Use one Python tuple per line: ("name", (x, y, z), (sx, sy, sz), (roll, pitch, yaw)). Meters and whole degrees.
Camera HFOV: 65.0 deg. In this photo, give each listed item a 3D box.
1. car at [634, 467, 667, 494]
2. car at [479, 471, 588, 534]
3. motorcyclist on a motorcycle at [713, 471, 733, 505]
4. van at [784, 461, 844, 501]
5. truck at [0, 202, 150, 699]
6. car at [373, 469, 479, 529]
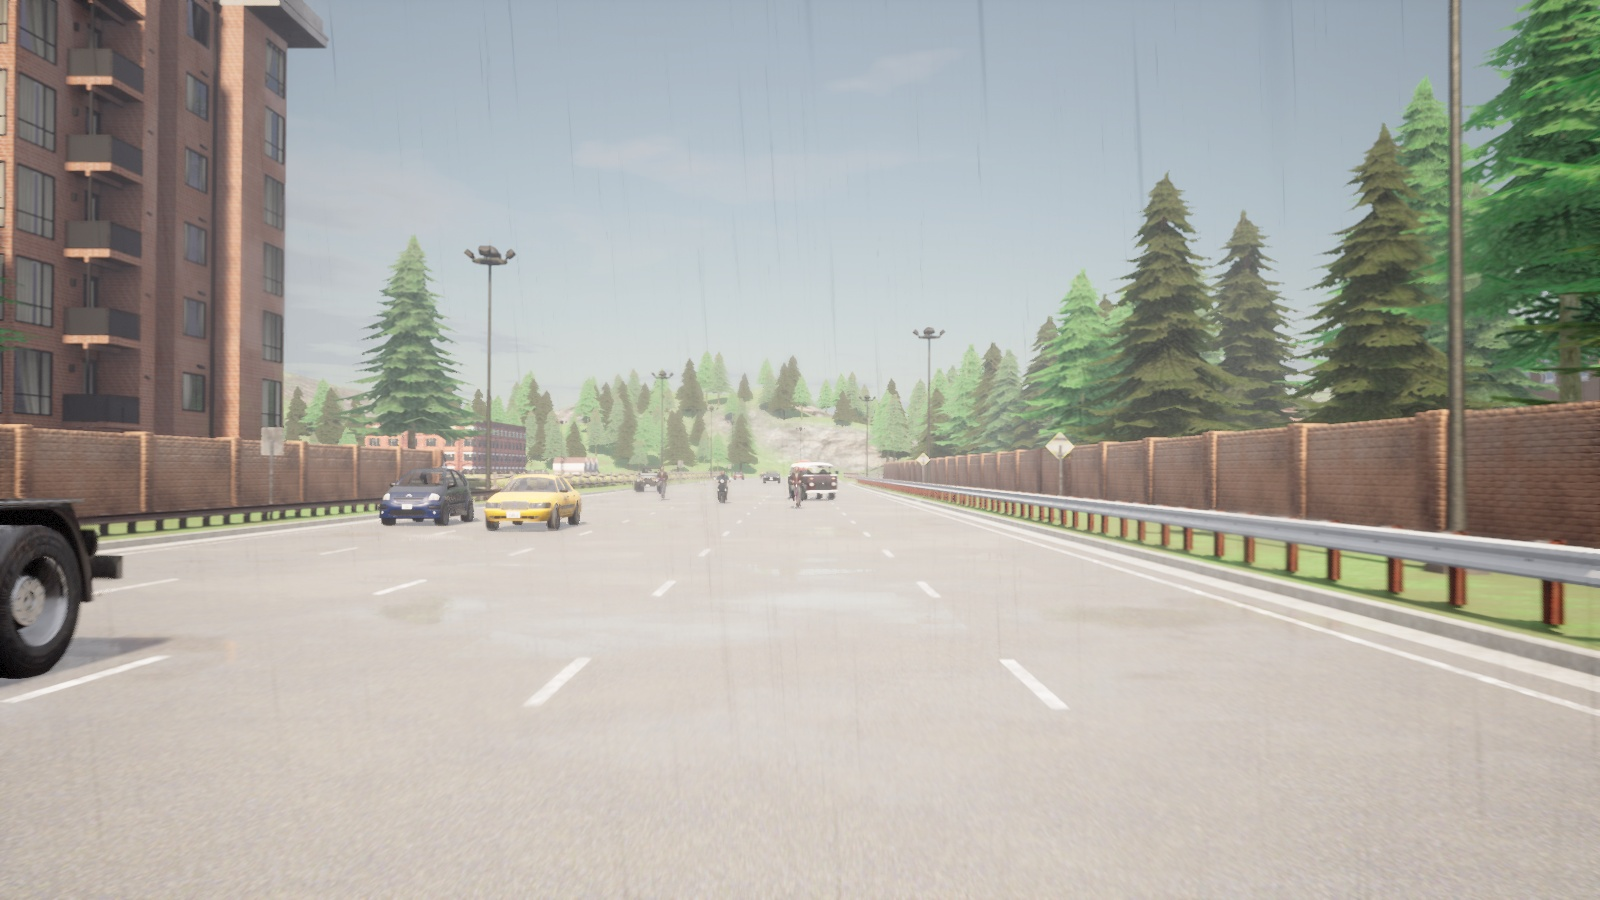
("car", (-10.720, 2.165, 90.194), (1.905, 1.878, 3.866), (0, -1, 0))
("car", (-7.083, 1.350, 33.888), (1.801, 1.575, 5.366), (0, -1, 0))
("motorcyclist on a motorcycle", (-3.644, 1.780, 59.497), (0.866, 1.590, 1.817), (0, -1, 0))
("van", (0.708, 1.664, 67.225), (2.069, 2.038, 4.480), (-1, -1, -15))
("truck", (-7.021, -0.025, 6.808), (2.891, 3.462, 7.936), (0, -1, 0))
("car", (-10.587, 1.356, 35.847), (1.851, 1.617, 3.988), (0, -1, 0))
